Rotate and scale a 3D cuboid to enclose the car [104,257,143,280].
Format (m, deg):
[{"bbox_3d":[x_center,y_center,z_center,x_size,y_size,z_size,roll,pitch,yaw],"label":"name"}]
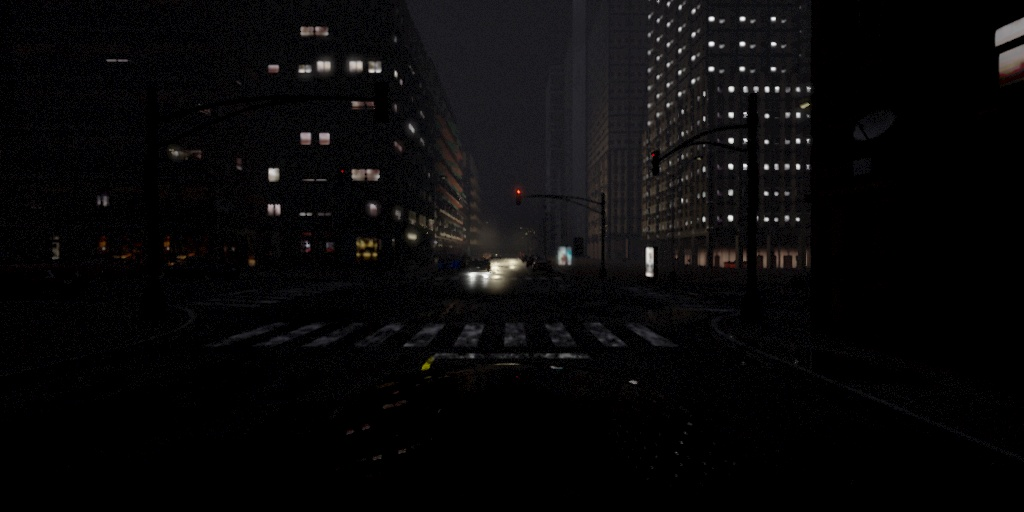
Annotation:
[{"bbox_3d":[-24.362,0.724,21.431,4.207,1.307,1.802,0,0,0],"label":"car"}]

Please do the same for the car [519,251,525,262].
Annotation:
[{"bbox_3d":[2.695,0.284,60.280,1.967,1.591,4.097,0,0,0],"label":"car"}]

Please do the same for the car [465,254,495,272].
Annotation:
[{"bbox_3d":[-2.998,0.813,34.023,1.994,1.385,4.181,0,1,0],"label":"car"}]

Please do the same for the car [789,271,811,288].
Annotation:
[{"bbox_3d":[19.395,1.321,21.882,4.403,1.370,2.007,0,0,0],"label":"car"}]

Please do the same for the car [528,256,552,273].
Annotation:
[{"bbox_3d":[2.694,0.849,32.645,1.802,1.307,4.207,0,0,0],"label":"car"}]

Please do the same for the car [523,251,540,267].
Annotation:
[{"bbox_3d":[2.694,0.536,43.700,1.967,1.591,4.097,0,0,0],"label":"car"}]

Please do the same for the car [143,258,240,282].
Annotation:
[{"bbox_3d":[-18.792,0.788,21.472,4.313,1.339,1.948,0,0,0],"label":"car"}]

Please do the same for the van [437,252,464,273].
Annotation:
[{"bbox_3d":[-5.687,0.608,32.647,1.690,1.789,3.998,0,0,0],"label":"van"}]

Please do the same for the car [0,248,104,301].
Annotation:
[{"bbox_3d":[-18.771,0.602,13.092,5.009,1.841,2.192,0,0,0],"label":"car"}]

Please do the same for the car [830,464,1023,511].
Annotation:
[{"bbox_3d":[2.692,1.339,0.244,1.948,1.339,4.313,0,0,0],"label":"car"}]

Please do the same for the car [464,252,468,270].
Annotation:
[{"bbox_3d":[-5.687,0.496,38.174,2.192,1.841,5.009,0,0,0],"label":"car"}]
